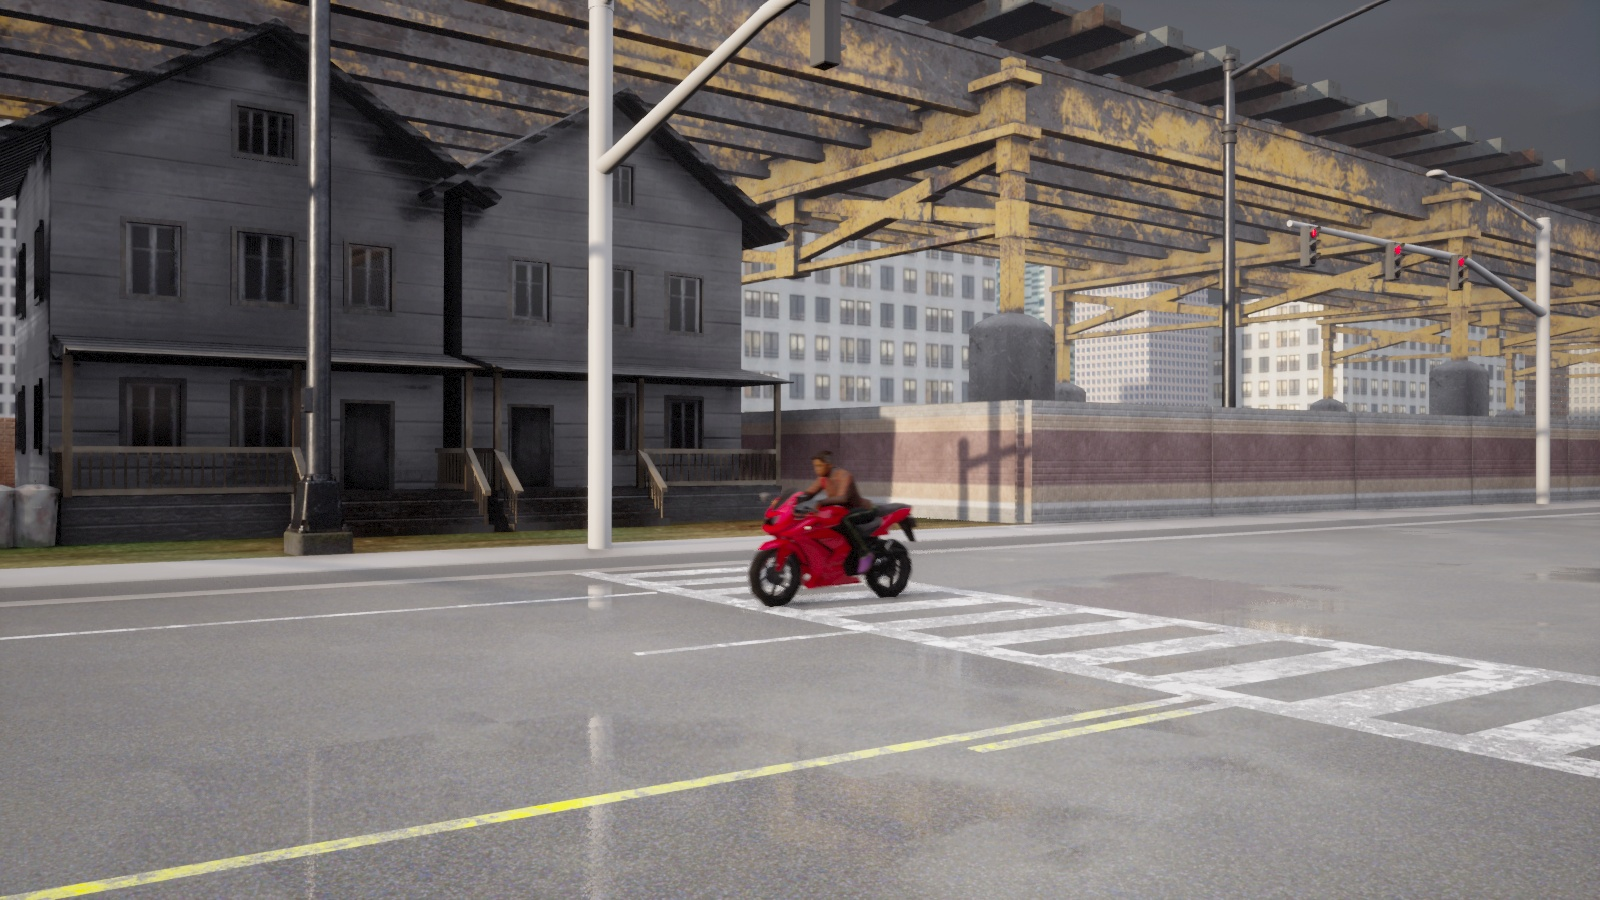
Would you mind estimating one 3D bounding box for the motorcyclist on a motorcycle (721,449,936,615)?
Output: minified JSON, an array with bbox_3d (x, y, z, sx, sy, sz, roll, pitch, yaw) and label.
[{"bbox_3d":[0.303,0.757,12.431,2.044,1.523,0.797,0,0,-35],"label":"motorcyclist on a motorcycle"}]
